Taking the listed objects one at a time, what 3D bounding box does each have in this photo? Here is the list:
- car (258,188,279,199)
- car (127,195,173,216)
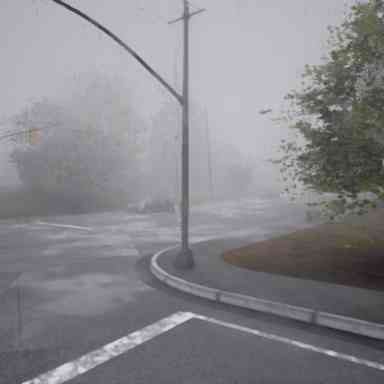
[{"bbox_3d":[11.800,0.232,51.097,2.128,1.511,4.902,0,3,37],"label":"car"},{"bbox_3d":[-3.781,1.130,30.603,2.097,1.767,4.553,0,1,37],"label":"car"}]
